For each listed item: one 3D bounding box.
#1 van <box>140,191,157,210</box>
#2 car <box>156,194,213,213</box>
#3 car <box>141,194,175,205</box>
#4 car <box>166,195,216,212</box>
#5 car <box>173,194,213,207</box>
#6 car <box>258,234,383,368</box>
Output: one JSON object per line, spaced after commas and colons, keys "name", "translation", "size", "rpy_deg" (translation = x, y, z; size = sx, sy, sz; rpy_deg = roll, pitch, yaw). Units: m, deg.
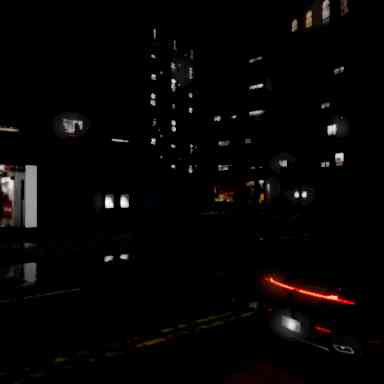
{"name": "van", "translation": [-4.994, 0.801, 32.567], "size": [3.998, 1.788, 1.690], "rpy_deg": [1, 0, 37]}
{"name": "car", "translation": [-0.586, 1.119, 29.242], "size": [4.403, 1.369, 2.008], "rpy_deg": [1, 0, 37]}
{"name": "car", "translation": [-4.346, 0.938, 42.564], "size": [4.206, 1.307, 1.802], "rpy_deg": [1, 0, 37]}
{"name": "car", "translation": [-0.131, 1.068, 32.125], "size": [4.674, 1.442, 1.812], "rpy_deg": [1, 1, 37]}
{"name": "car", "translation": [0.068, 1.016, 39.240], "size": [4.403, 1.369, 2.008], "rpy_deg": [1, 0, 37]}
{"name": "car", "translation": [3.267, 1.496, 5.643], "size": [4.892, 1.490, 1.837], "rpy_deg": [1, -1, -35]}
